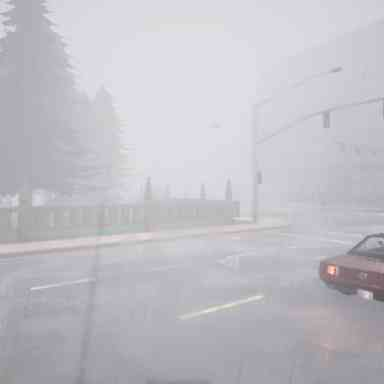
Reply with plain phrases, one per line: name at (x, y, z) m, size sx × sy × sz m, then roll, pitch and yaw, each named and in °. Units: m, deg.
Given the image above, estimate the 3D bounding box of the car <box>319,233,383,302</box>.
car at (4.958, 1.556, 7.307) m, size 4.718 × 1.301 × 1.895 m, roll 0°, pitch 0°, yaw -35°
